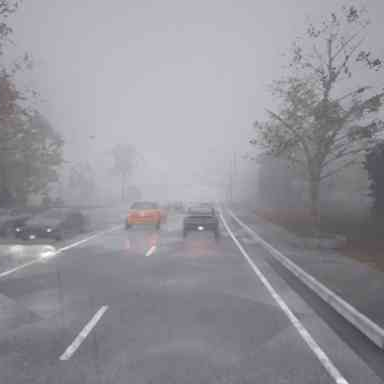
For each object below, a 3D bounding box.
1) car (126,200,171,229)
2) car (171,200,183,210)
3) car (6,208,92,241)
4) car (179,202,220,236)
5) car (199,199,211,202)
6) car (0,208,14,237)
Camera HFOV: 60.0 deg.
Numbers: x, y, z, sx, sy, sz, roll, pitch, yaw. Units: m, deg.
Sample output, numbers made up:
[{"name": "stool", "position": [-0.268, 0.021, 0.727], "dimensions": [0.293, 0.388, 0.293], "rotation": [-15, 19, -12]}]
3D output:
[{"name": "car", "position": [-2.853, 1.359, 21.800], "dimensions": [2.097, 1.767, 4.553], "rotation": [0, 0, 2]}, {"name": "car", "position": [-1.935, 1.612, 38.629], "dimensions": [1.895, 1.301, 4.718], "rotation": [0, 0, 4]}, {"name": "car", "position": [-6.766, 1.548, 16.916], "dimensions": [2.033, 1.411, 5.357], "rotation": [0, 0, 2]}, {"name": "car", "position": [0.517, 1.512, 18.633], "dimensions": [1.837, 1.490, 4.892], "rotation": [0, 0, 2]}, {"name": "car", "position": [1.501, 1.539, 37.760], "dimensions": [1.812, 1.442, 4.674], "rotation": [0, 0, 3]}, {"name": "car", "position": [-10.213, 1.562, 18.014], "dimensions": [1.994, 1.385, 4.181], "rotation": [0, 0, 2]}]
